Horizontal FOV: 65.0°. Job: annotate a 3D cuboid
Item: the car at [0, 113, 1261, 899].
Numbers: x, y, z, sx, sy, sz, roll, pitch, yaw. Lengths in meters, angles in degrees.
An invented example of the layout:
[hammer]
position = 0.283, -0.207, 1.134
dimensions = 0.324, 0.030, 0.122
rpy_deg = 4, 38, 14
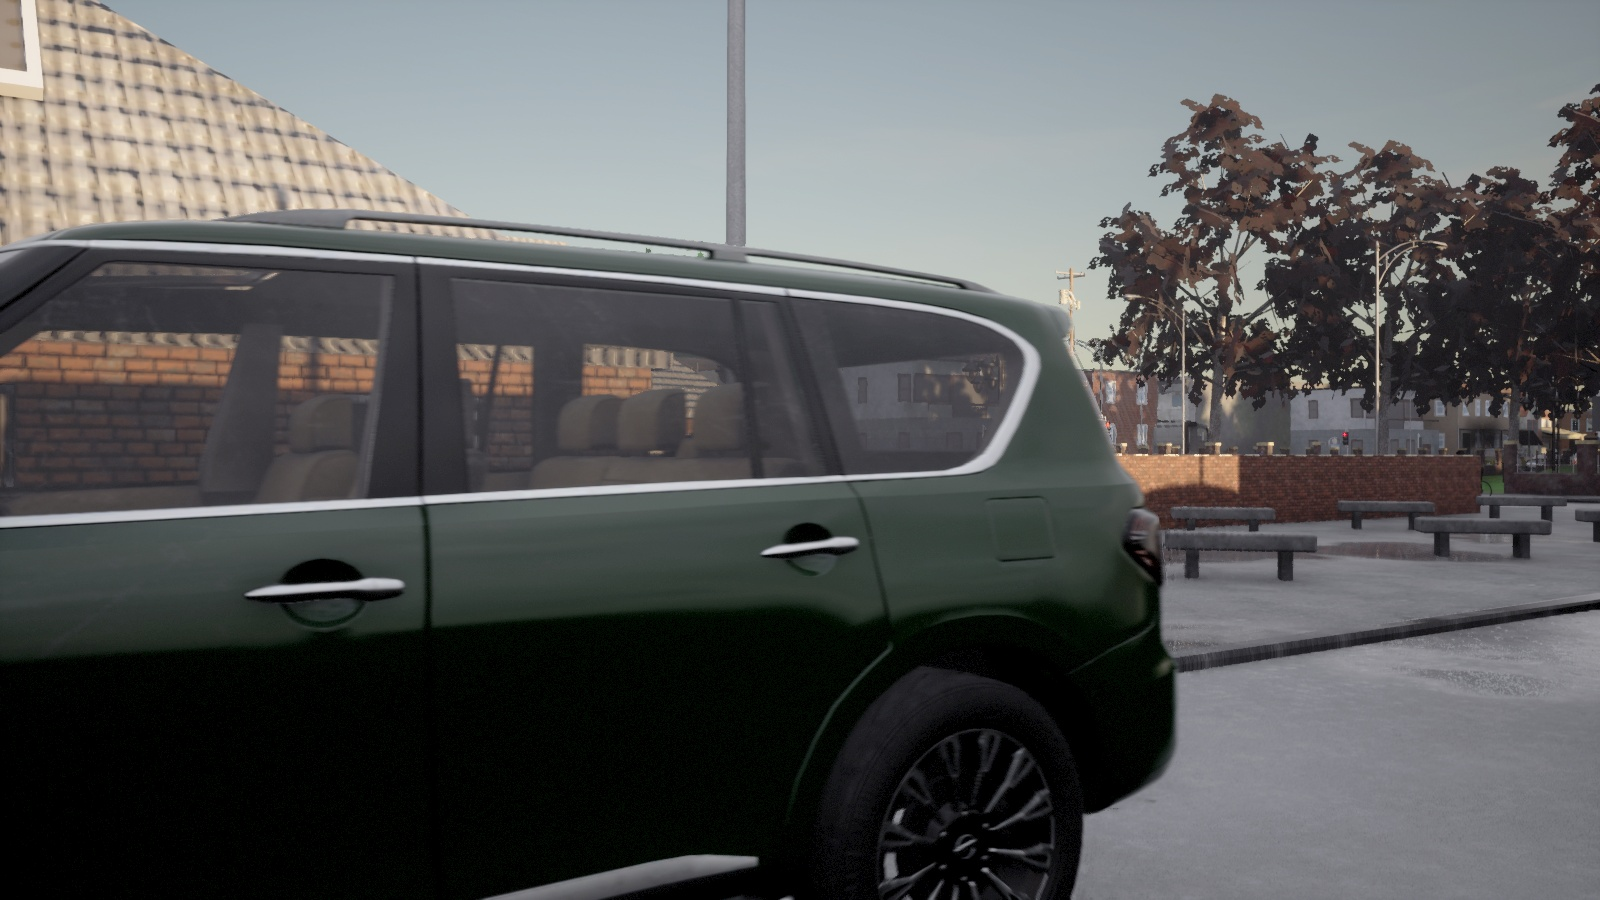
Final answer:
[car]
position = -1.444, 0.475, 3.264
dimensions = 5.566, 2.045, 2.150
rpy_deg = 0, 0, -35

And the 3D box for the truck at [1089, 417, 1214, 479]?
[truck]
position = 20.808, -0.100, 74.047
dimensions = 7.936, 3.462, 2.891
rpy_deg = 0, 0, -37
